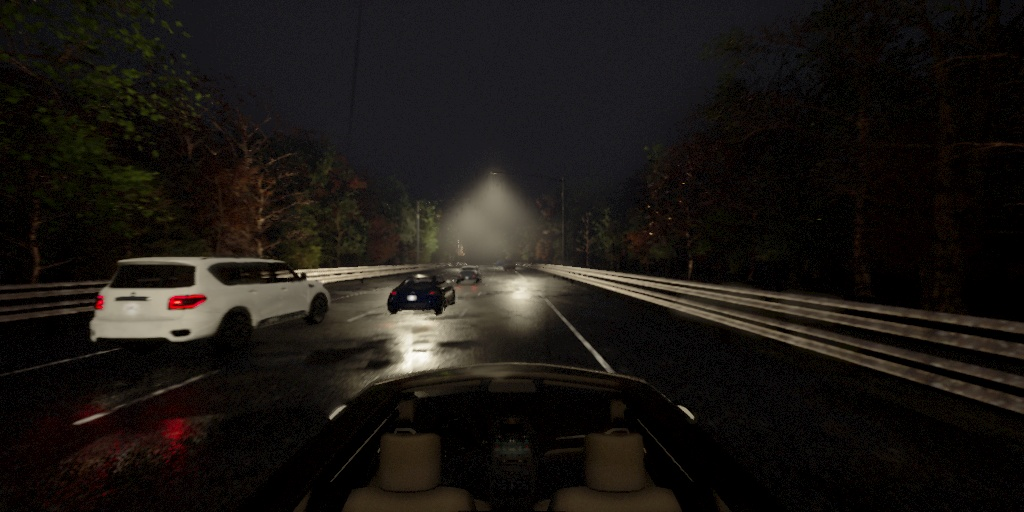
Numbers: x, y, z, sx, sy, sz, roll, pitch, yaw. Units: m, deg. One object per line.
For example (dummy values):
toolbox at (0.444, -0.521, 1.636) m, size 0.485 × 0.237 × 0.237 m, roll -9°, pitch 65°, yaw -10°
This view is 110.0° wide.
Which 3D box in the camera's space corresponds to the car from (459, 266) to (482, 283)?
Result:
car at (-3.693, 1.579, 31.458) m, size 1.812 × 1.442 × 4.674 m, roll 0°, pitch -1°, yaw -1°

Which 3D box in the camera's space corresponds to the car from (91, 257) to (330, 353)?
car at (-6.932, 1.048, 9.218) m, size 2.150 × 2.045 × 5.566 m, roll 0°, pitch 0°, yaw 0°

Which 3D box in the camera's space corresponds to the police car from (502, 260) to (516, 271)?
police car at (-0.277, 1.888, 65.157) m, size 1.930 × 1.638 × 5.238 m, roll 0°, pitch -1°, yaw -2°

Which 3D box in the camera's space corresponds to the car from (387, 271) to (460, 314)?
car at (-3.464, 1.436, 14.371) m, size 1.994 × 1.385 × 4.181 m, roll 0°, pitch -1°, yaw 0°
